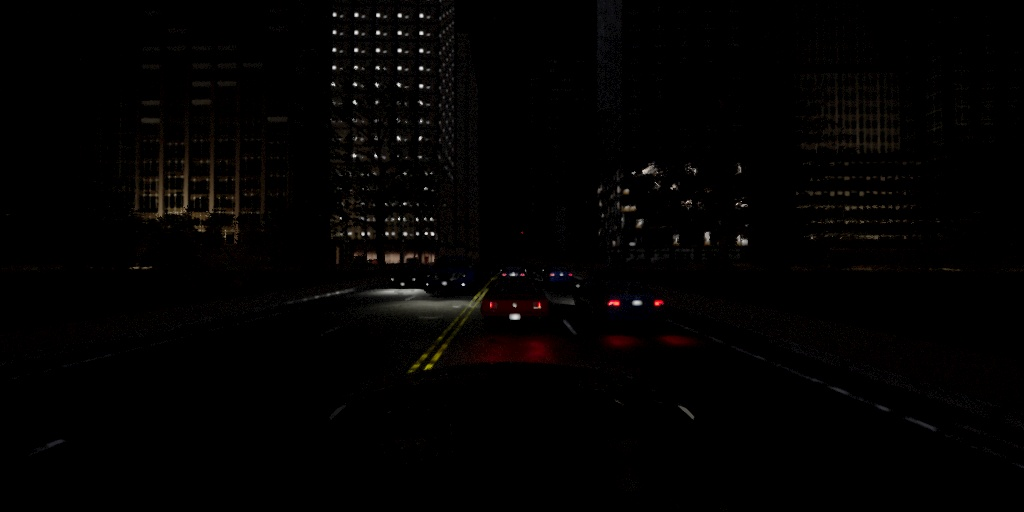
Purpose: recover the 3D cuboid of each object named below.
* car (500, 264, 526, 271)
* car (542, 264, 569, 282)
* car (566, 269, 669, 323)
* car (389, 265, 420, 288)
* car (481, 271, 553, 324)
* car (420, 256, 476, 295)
[{"bbox_3d":[0.099,1.320,26.751,2.033,1.411,5.357,0,0,0],"label":"car"},{"bbox_3d":[3.347,1.320,26.722,2.033,1.411,5.357,0,0,0],"label":"car"},{"bbox_3d":[3.345,1.308,12.072,2.033,1.411,5.357,0,0,0],"label":"car"},{"bbox_3d":[-6.589,1.318,24.273,2.033,1.411,5.357,0,0,0],"label":"car"},{"bbox_3d":[0.092,1.362,11.944,1.895,1.301,4.718,0,0,0],"label":"car"},{"bbox_3d":[-3.343,0.990,20.530,2.150,2.045,5.566,0,0,0],"label":"car"}]
